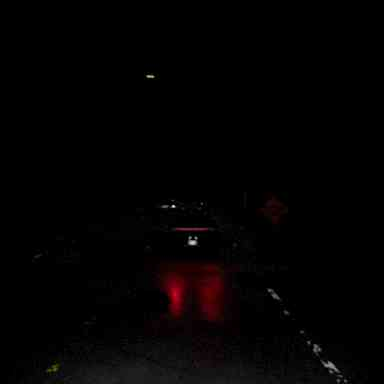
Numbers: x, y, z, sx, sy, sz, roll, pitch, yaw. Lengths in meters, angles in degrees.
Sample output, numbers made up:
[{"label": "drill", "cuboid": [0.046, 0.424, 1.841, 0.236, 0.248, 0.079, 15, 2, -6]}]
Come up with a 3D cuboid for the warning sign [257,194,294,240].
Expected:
[{"label": "warning sign", "cuboid": [3.543, 1.032, 14.276, 1.300, 1.860, 1.060, 0, 0, 0]}]

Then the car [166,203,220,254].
[{"label": "car", "cuboid": [0.042, 1.415, 13.196, 2.128, 1.511, 4.902, 0, 0, 1]}]

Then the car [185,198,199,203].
[{"label": "car", "cuboid": [-0.028, 1.439, 28.466, 1.994, 1.385, 4.181, 0, 0, 0]}]

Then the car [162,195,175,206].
[{"label": "car", "cuboid": [-3.997, 1.452, 57.779, 2.097, 1.767, 4.553, 0, -1, -1]}]
